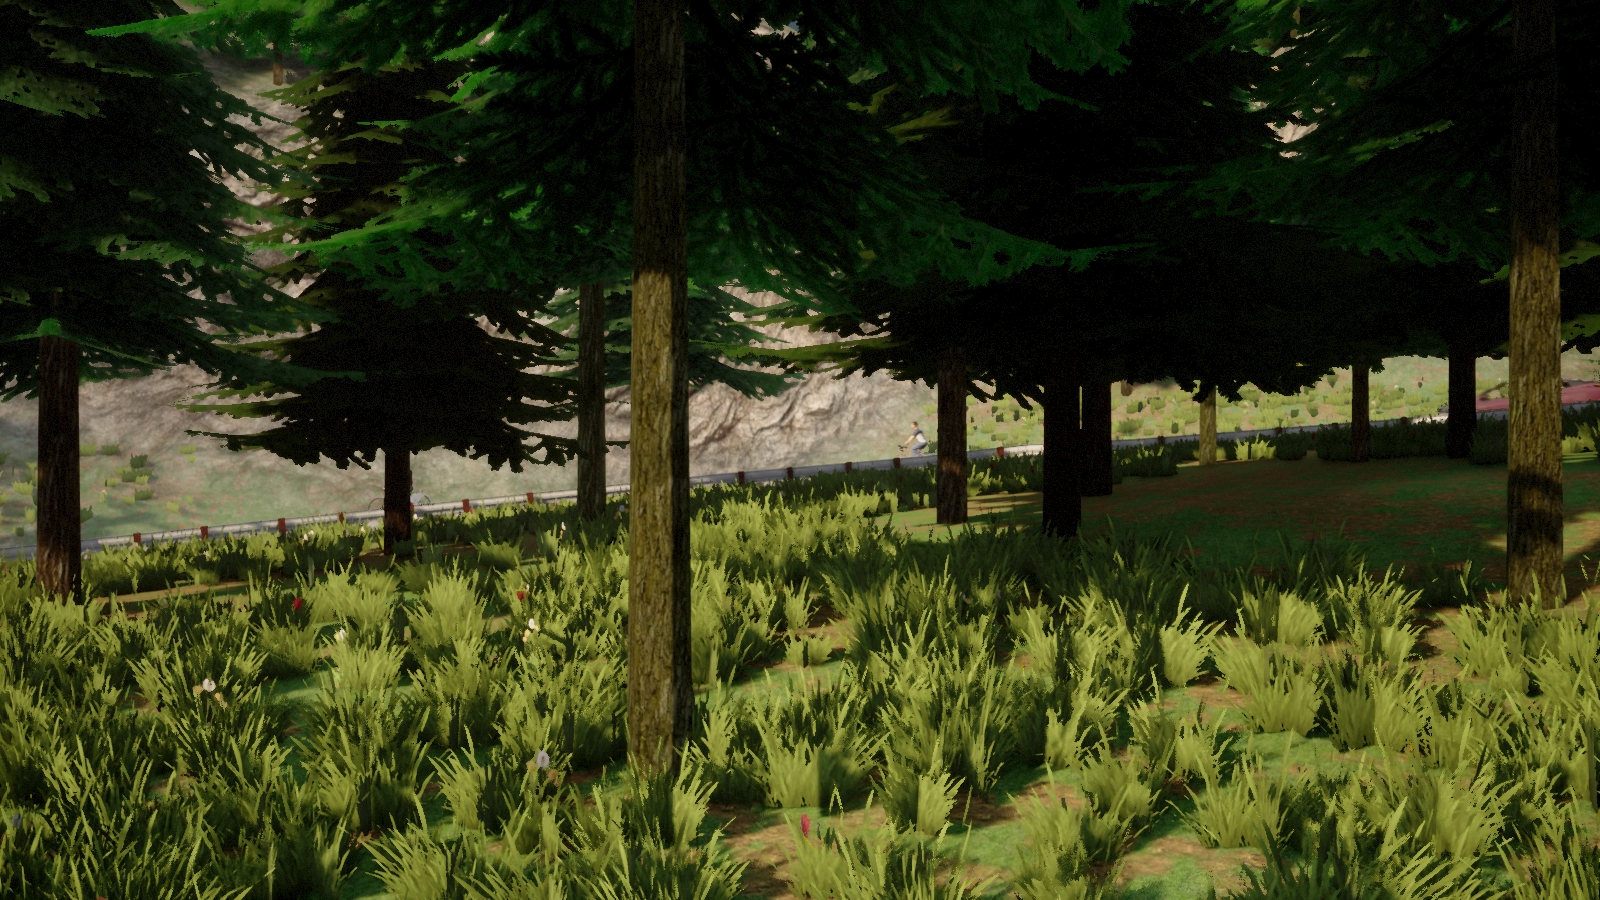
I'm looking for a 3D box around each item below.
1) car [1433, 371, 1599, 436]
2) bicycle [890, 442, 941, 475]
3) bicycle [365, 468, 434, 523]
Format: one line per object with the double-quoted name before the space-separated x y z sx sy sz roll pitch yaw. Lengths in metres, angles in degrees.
"car" 22.114 -1.390 35.071 4.514 1.525 2.007 -5 -2 26
"bicycle" 4.004 0.295 39.685 1.643 1.024 0.373 -5 1 -1
"bicycle" -12.075 1.354 34.490 1.835 1.471 0.329 -5 2 -29
